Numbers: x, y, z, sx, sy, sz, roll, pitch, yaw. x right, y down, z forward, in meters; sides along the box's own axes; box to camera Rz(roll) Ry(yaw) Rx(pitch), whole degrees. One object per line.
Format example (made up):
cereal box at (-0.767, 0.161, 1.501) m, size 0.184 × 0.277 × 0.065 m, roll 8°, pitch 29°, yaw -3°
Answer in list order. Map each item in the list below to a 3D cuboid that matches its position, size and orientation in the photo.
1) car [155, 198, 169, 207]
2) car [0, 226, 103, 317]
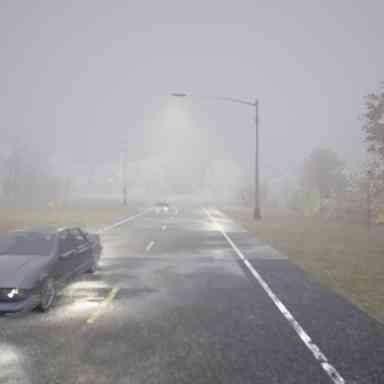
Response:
car at (-4.520, 1.593, 50.096) m, size 1.994 × 1.385 × 4.181 m, roll 0°, pitch 0°, yaw -6°
car at (-3.602, 1.548, 7.926) m, size 2.033 × 1.411 × 5.357 m, roll 0°, pitch 0°, yaw 0°
